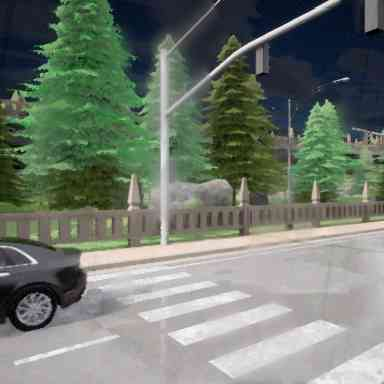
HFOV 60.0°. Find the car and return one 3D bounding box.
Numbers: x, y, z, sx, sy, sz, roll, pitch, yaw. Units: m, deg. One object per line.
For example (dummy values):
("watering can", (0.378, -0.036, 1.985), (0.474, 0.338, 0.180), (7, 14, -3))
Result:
("car", (-4.198, 1.505, 5.297), (4.892, 1.490, 1.837), (0, 0, -35))
